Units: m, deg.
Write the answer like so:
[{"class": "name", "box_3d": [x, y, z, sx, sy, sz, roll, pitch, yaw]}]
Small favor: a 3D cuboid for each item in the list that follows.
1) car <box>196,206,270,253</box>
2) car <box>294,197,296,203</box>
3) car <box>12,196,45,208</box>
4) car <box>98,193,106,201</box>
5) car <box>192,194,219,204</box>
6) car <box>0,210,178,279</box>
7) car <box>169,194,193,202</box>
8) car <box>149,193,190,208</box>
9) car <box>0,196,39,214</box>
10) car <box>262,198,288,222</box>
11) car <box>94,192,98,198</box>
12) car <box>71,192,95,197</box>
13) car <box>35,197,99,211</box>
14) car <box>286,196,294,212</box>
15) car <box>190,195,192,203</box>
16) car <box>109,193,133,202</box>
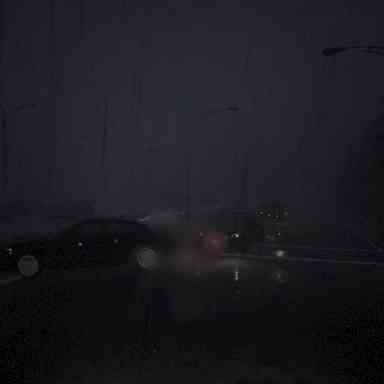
[{"class": "car", "box_3d": [1.785, 1.514, 13.926, 1.812, 1.442, 4.674, 0, 0, 24]}, {"class": "car", "box_3d": [19.770, 1.484, 66.568, 1.837, 1.490, 4.892, 0, 0, 19]}, {"class": "car", "box_3d": [-21.779, 1.273, 44.270, 3.633, 1.501, 1.845, 0, 0, 18]}, {"class": "car", "box_3d": [-20.342, 1.013, 70.932, 3.866, 1.878, 1.905, 0, 0, 18]}, {"class": "car", "box_3d": [1.557, 1.124, 56.812, 5.027, 1.636, 2.152, 0, 0, 18]}, {"class": "car", "box_3d": [-2.927, 1.475, 9.924, 5.008, 1.535, 1.882, 0, 0, -19]}, {"class": "car", "box_3d": [-2.229, 1.256, 68.713, 4.514, 1.523, 2.007, 0, 0, 18]}, {"class": "car", "box_3d": [-3.044, 1.073, 41.795, 4.605, 1.855, 1.932, 0, 0, 18]}, {"class": "car", "box_3d": [-15.171, 1.355, 29.404, 3.806, 1.475, 1.970, 0, 0, 18]}, {"class": "car", "box_3d": [6.434, 1.488, 26.816, 1.837, 1.490, 4.892, 0, 0, 18]}, {"class": "car", "box_3d": [-21.979, 1.297, 67.974, 3.806, 1.475, 1.970, 0, 0, 18]}, {"class": "car", "box_3d": [-18.562, 1.248, 53.730, 4.514, 1.523, 2.007, 0, 0, 18]}, {"class": "car", "box_3d": [-9.083, 1.355, 24.219, 3.633, 1.501, 1.845, 0, 0, 18]}, {"class": "car", "box_3d": [10.601, 1.469, 39.234, 2.128, 1.511, 4.902, 0, 0, 19]}, {"class": "car", "box_3d": [-2.511, 1.051, 44.681, 3.866, 1.878, 1.905, 0, 0, 18]}, {"class": "car", "box_3d": [-13.927, 1.044, 65.314, 4.605, 1.855, 1.932, 0, 0, 18]}]
